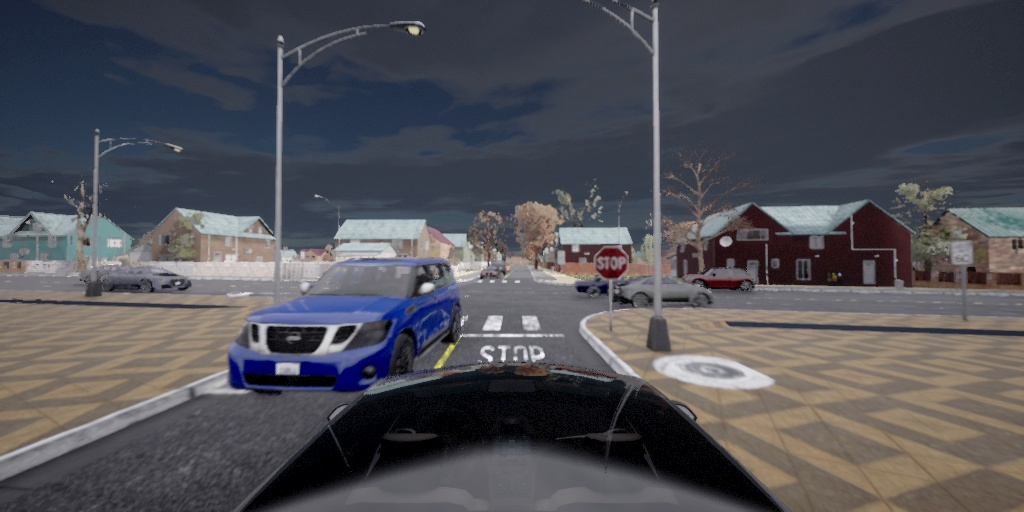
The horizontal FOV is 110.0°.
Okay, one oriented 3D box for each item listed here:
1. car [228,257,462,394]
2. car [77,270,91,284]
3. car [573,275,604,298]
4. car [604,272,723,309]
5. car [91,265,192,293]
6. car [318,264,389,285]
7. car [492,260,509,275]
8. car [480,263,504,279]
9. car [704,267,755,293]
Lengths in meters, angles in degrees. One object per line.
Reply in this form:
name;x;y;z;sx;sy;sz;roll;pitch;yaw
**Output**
car;-2.488;1.038;7.065;2.150;2.045;5.566;0;-1;4
car;-26.247;1.321;24.275;5.357;1.411;2.033;0;-1;8
car;5.832;1.645;19.903;4.718;1.301;1.895;1;-1;8
car;6.535;1.535;15.763;4.181;1.385;1.994;1;-1;-6
car;-20.562;1.315;20.219;4.181;1.385;1.994;0;-1;8
car;-12.880;1.486;29.215;5.008;1.535;1.882;0;-1;8
car;-1.935;1.613;50.484;2.150;2.045;5.566;0;0;2
car;-2.327;1.811;39.969;1.994;1.385;4.181;0;-1;4
car;14.437;1.613;25.501;4.553;1.767;2.097;1;-1;8
